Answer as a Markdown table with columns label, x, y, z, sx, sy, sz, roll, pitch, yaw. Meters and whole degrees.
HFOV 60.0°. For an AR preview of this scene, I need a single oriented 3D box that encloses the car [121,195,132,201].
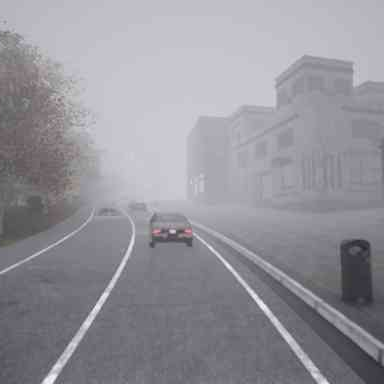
| label | x | y | z | sx | sy | sz | roll | pitch | yaw |
| --- | --- | --- | --- | --- | --- | --- | --- | --- | --- |
| car | -14.336 | 1.284 | 73.478 | 1.895 | 1.301 | 4.718 | -1 | 0 | 5 |

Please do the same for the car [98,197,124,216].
| label | x | y | z | sx | sy | sz | roll | pitch | yaw |
| --- | --- | --- | --- | --- | --- | --- | --- | --- | --- |
| car | -8.121 | 1.510 | 32.526 | 2.033 | 1.411 | 5.357 | 1 | 0 | -15 |

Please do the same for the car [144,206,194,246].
| label | x | y | z | sx | sy | sz | roll | pitch | yaw |
| --- | --- | --- | --- | --- | --- | --- | --- | --- | --- |
| car | -1.083 | 1.587 | 15.395 | 2.033 | 1.411 | 5.357 | 1 | 0 | -8 |

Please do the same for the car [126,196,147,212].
| label | x | y | z | sx | sy | sz | roll | pitch | yaw |
| --- | --- | --- | --- | --- | --- | --- | --- | --- | --- |
| car | -6.366 | 1.528 | 39.043 | 1.812 | 1.442 | 4.674 | 1 | 0 | -15 |
